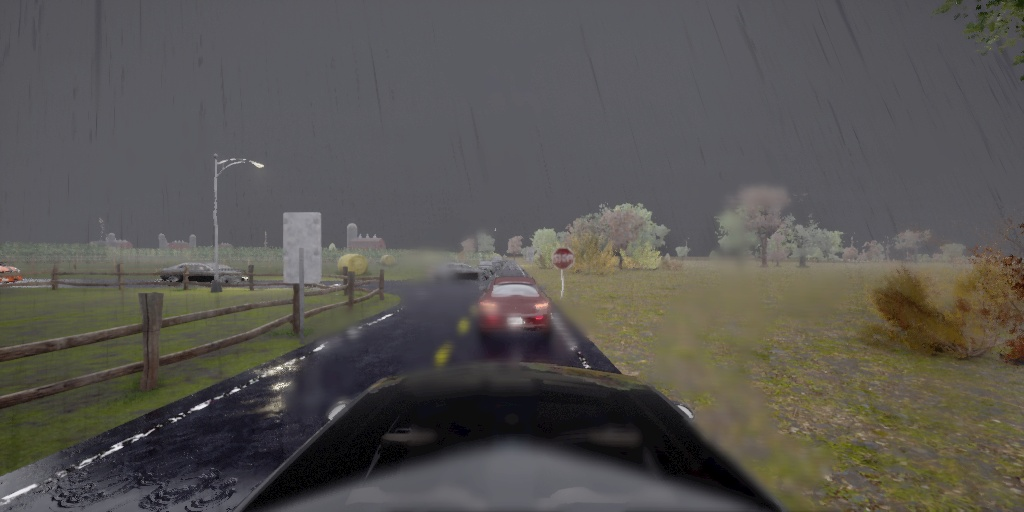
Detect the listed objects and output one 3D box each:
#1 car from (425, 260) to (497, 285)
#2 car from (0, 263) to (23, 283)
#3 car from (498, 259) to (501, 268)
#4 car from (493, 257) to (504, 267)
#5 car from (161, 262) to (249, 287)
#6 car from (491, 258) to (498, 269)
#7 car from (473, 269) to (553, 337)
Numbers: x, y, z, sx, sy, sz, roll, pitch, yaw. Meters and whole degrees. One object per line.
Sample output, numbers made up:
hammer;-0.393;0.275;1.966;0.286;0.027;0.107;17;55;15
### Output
car;-3.910;1.223;26.148;4.902;1.511;2.128;1;0;-37
car;-34.266;0.894;22.671;4.553;1.767;2.097;0;1;-1
car;-2.901;1.378;49.517;1.895;1.301;4.718;0;0;0
car;-2.872;1.355;59.529;1.994;1.385;4.181;0;0;0
car;-19.365;1.137;22.836;4.902;1.511;2.128;0;1;-1
car;-2.891;1.272;40.250;1.837;1.490;4.892;0;0;0
car;0.053;1.275;10.153;1.812;1.442;4.674;0;0;-1
